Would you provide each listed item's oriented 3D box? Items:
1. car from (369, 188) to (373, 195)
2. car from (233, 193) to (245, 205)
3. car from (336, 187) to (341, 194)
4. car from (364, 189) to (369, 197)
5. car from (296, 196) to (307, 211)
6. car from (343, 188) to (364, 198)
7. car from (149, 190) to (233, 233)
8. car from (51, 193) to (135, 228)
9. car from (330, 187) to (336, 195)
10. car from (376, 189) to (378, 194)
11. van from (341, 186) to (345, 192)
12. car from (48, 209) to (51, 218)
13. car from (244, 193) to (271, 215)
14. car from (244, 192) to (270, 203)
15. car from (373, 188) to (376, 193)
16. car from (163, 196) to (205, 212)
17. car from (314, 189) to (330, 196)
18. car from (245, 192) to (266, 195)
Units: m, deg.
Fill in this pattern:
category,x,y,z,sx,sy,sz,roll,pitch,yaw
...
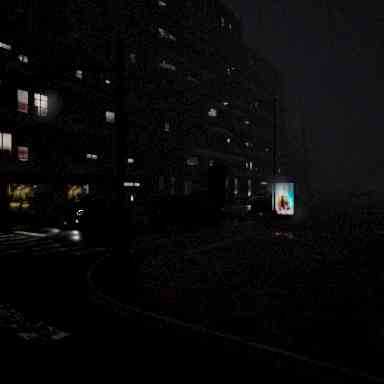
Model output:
category,x,y,z,sx,sy,sz,roll,pitch,yaw
car,34.907,0.095,67.686,1.887,1.381,4.507,1,2,35
car,5.707,0.828,40.659,2.008,1.369,4.403,2,2,35
car,34.376,-0.240,81.515,1.967,1.590,4.097,2,2,35
car,31.721,0.098,63.142,1.967,1.590,4.097,1,2,35
car,9.419,0.964,31.359,1.947,1.339,4.313,1,2,35
car,28.536,0.308,58.604,1.887,1.381,4.507,1,2,35
car,-0.137,1.026,17.730,2.192,1.841,5.009,1,2,35
car,-5.642,1.075,19.996,2.097,1.767,4.553,0,1,35
car,31.189,-0.028,76.978,1.887,1.381,4.507,2,2,35
car,44.464,-0.221,81.309,2.008,1.369,4.403,1,2,35
van,37.561,-0.446,86.052,1.690,1.788,3.998,2,2,35
car,-7.032,1.009,22.492,2.192,1.841,5.009,1,2,35
car,6.233,1.069,26.818,1.947,1.339,4.313,1,2,35
car,8.892,0.754,45.199,1.802,1.307,4.206,2,2,35
car,38.093,-0.012,72.227,1.887,1.381,4.507,1,2,35
car,-0.663,1.069,31.579,1.802,1.307,4.206,2,2,35
car,28.004,-0.025,72.434,1.967,1.590,4.097,2,2,35
car,8.504,0.786,40.122,1.812,1.442,4.674,0,1,35
